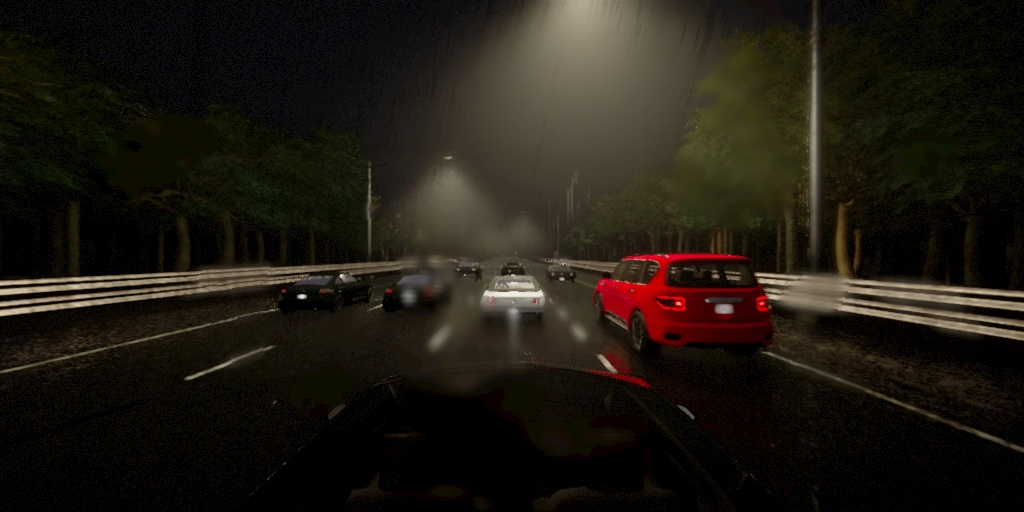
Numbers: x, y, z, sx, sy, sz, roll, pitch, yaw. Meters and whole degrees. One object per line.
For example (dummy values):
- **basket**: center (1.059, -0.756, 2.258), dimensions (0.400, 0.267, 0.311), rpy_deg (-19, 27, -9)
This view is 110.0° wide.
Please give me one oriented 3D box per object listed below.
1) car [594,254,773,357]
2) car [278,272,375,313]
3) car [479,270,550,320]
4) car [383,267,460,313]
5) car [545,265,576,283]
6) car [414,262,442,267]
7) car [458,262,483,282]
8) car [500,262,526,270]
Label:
- **car**: center (3.562, 0.967, 8.670), dimensions (2.150, 2.045, 5.566), rpy_deg (0, 0, 0)
- **car**: center (-6.918, 1.304, 13.827), dimensions (1.994, 1.385, 4.181), rpy_deg (0, 0, 0)
- **car**: center (0.082, 1.341, 12.587), dimensions (1.895, 1.301, 4.718), rpy_deg (0, 0, 0)
- **car**: center (-3.416, 1.304, 13.885), dimensions (1.994, 1.385, 4.181), rpy_deg (0, 0, 0)
- **car**: center (3.579, 1.332, 27.541), dimensions (1.895, 1.301, 4.718), rpy_deg (0, 0, 0)
- **car**: center (-6.916, 1.235, 29.414), dimensions (1.837, 1.490, 4.892), rpy_deg (0, 0, 0)
- **car**: center (-3.417, 1.222, 29.151), dimensions (2.128, 1.511, 4.902), rpy_deg (0, 0, 0)
- **car**: center (0.084, 1.235, 29.419), dimensions (1.837, 1.490, 4.892), rpy_deg (0, 0, 0)
